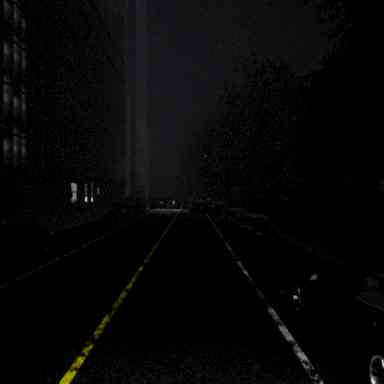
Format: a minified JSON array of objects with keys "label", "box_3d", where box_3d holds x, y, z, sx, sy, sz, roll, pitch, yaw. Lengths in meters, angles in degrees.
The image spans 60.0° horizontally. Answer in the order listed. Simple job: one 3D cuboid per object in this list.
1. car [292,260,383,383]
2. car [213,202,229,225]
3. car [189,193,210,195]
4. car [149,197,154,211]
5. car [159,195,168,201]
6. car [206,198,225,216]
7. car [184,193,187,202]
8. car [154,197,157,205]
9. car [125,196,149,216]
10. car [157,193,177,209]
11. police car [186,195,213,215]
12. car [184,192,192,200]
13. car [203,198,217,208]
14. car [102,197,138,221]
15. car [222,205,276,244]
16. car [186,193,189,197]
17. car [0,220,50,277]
[{"label":"car","box_3d":[2.752,1.569,4.543,1.947,1.339,4.313,0,0,0]},{"label":"car","box_3d":[2.687,1.556,21.218,2.008,1.369,4.403,0,0,0]},{"label":"car","box_3d":[0.870,1.321,44.610,2.097,1.767,4.553,0,0,0]},{"label":"car","box_3d":[-5.842,1.550,37.844,1.947,1.339,4.313,0,0,0]},{"label":"car","box_3d":[-6.635,1.435,76.830,1.802,1.307,4.206,0,0,-2]},{"label":"car","box_3d":[2.684,1.539,32.340,1.887,1.381,4.507,0,0,0]},{"label":"car","box_3d":[-0.644,1.072,70.868,2.097,1.767,4.553,0,0,-2]},{"label":"car","box_3d":[-6.043,1.504,54.590,1.947,1.339,4.313,0,0,-1]},{"label":"car","box_3d":[-5.840,1.309,32.283,2.192,1.841,5.009,0,0,0]},{"label":"car","box_3d":[-3.144,1.321,44.607,2.097,1.767,4.553,0,0,0]},{"label":"police car","box_3d":[0.719,1.416,34.683,1.930,1.638,5.238,0,0,-3]},{"label":"car","box_3d":[-1.044,1.013,85.862,2.097,1.767,4.553,0,0,-2]},{"label":"car","box_3d":[2.607,1.540,48.998,1.802,1.307,4.206,0,0,-1]},{"label":"car","box_3d":[-5.840,1.441,26.724,1.967,1.590,4.097,0,0,0]},{"label":"car","box_3d":[2.688,1.551,15.658,1.887,1.381,4.507,0,0,0]},{"label":"car","box_3d":[0.652,1.304,50.659,2.097,1.767,4.553,0,0,1]},{"label":"car","box_3d":[-5.836,1.571,10.040,1.947,1.339,4.313,0,0,0]}]
